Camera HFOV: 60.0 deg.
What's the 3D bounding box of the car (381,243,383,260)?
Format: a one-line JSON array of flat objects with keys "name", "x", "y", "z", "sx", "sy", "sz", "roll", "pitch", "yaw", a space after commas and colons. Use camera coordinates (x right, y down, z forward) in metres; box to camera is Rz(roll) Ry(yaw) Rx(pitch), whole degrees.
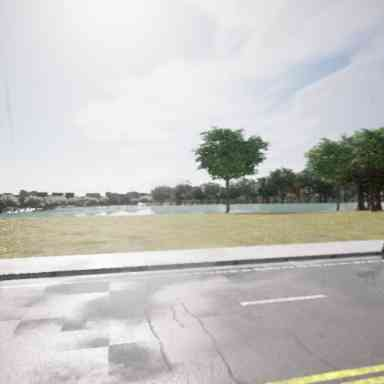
[{"name": "car", "x": 8.691, "y": 1.547, "z": 11.000, "sx": 4.553, "sy": 1.767, "sz": 2.097, "roll": 0, "pitch": -2, "yaw": -14}]
